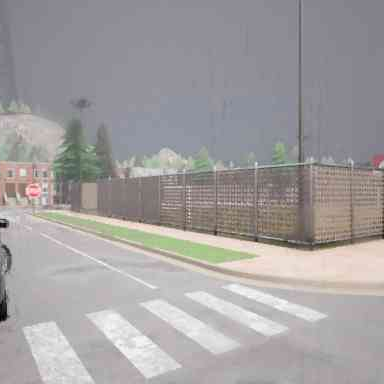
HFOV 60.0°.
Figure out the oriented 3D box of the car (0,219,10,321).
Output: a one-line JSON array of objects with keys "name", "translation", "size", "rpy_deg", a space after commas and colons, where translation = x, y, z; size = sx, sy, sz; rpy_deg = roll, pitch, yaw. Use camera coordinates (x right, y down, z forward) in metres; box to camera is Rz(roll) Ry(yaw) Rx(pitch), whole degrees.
[{"name": "car", "translation": [-4.996, 1.273, 6.648], "size": [2.150, 2.045, 5.566], "rpy_deg": [-4, 2, -30]}]
